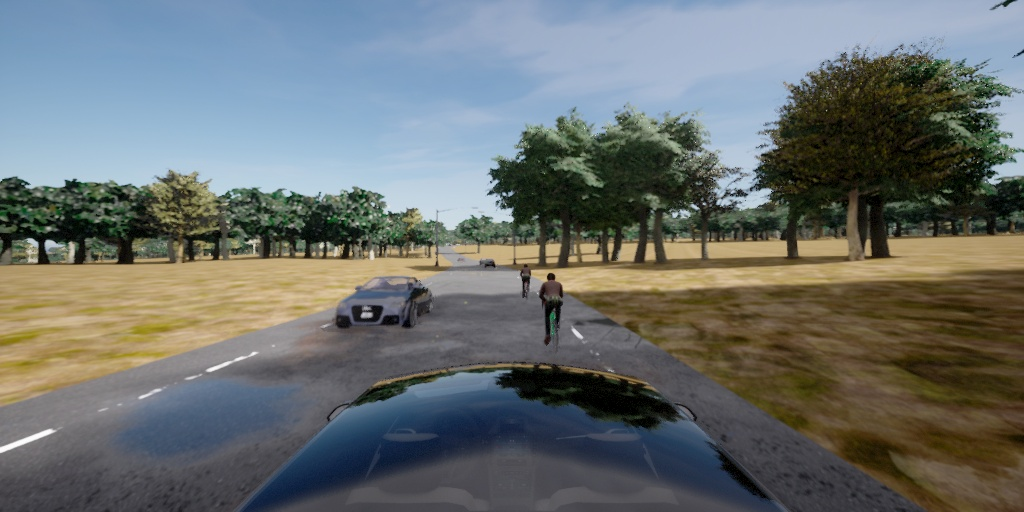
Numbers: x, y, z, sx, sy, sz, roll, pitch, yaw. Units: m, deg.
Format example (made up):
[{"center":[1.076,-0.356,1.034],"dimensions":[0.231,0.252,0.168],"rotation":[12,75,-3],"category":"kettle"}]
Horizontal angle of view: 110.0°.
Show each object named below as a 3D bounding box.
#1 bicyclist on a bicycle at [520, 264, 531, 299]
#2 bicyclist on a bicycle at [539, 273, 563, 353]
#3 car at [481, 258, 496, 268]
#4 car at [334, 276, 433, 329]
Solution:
[{"center":[0.661,1.212,16.975],"dimensions":[0.582,1.620,1.656],"rotation":[0,0,-2],"category":"bicyclist on a bicycle"},{"center":[0.884,1.203,7.913],"dimensions":[0.582,1.620,1.656],"rotation":[0,0,-1],"category":"bicyclist on a bicycle"},{"center":[-3.951,1.261,63.281],"dimensions":[1.837,1.490,4.892],"rotation":[0,1,-7],"category":"car"},{"center":[-3.749,1.318,11.155],"dimensions":[1.994,1.385,4.181],"rotation":[0,0,-1],"category":"car"}]
